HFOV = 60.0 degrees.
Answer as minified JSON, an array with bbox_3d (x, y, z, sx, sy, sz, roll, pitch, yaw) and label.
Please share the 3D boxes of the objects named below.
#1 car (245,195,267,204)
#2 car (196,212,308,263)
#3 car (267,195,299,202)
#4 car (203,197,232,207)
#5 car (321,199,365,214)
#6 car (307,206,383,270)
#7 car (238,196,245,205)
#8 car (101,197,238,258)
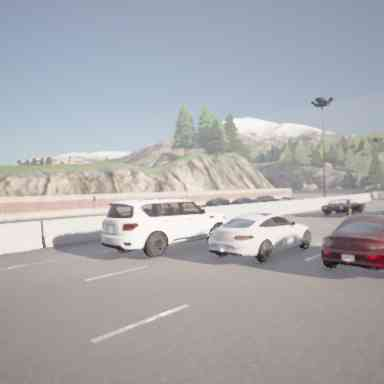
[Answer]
[{"bbox_3d":[9.604,1.189,44.569,1.837,1.490,4.892,-2,0,43],"label":"car"},{"bbox_3d":[2.515,1.449,11.746,1.812,1.442,4.674,-2,0,44],"label":"car"},{"bbox_3d":[11.765,1.213,41.720,1.895,1.301,4.718,-2,0,43],"label":"car"},{"bbox_3d":[3.826,1.435,48.625,1.994,1.385,4.181,-2,0,43],"label":"car"},{"bbox_3d":[12.299,1.199,26.845,1.895,1.301,4.718,-2,0,44],"label":"car"},{"bbox_3d":[5.339,1.357,9.627,1.812,1.442,4.674,-2,0,44],"label":"car"},{"bbox_3d":[7.347,1.319,47.275,1.994,1.385,4.181,-2,0,43],"label":"car"},{"bbox_3d":[-0.872,1.258,13.309,5.566,2.045,2.150,-2,0,-44],"label":"car"}]
